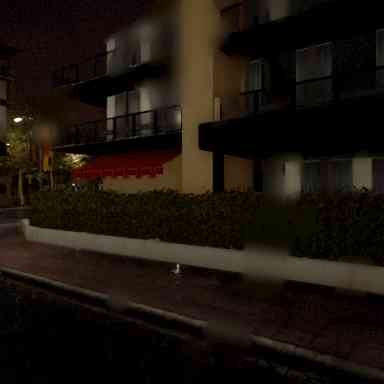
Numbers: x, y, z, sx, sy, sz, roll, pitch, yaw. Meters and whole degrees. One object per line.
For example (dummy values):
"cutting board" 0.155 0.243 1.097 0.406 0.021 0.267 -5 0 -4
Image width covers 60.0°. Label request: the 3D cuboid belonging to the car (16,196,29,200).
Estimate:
"car" -36.129 1.481 67.948 4.892 1.521 2.231 0 0 36
